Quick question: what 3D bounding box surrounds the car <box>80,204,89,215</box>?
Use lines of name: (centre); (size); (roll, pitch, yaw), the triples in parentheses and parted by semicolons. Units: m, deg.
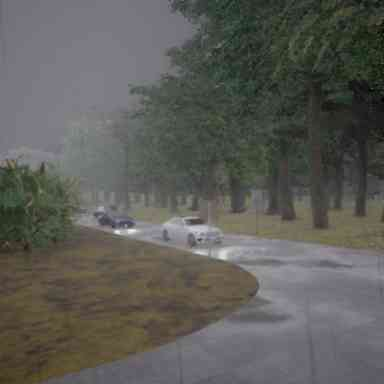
car: (-17.769, 2.640, 52.335); (2.097, 1.767, 4.553); (0, -1, -34)

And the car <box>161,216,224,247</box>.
car: (-0.120, 2.117, 18.795); (1.812, 1.442, 4.674); (0, -1, -32)

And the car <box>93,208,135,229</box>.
car: (-6.793, 2.414, 29.439); (2.033, 1.411, 5.357); (0, -1, -32)

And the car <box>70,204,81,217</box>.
car: (-17.134, 2.725, 46.053); (1.812, 1.442, 4.674); (0, -1, -32)

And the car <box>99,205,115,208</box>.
car: (-10.708, 2.425, 41.229); (2.097, 1.767, 4.553); (0, -1, -32)
